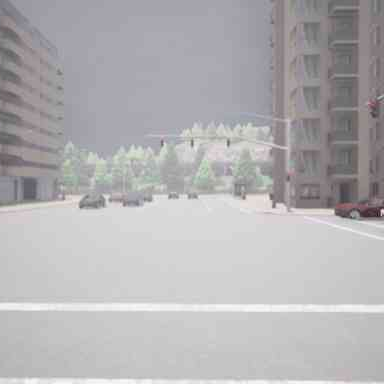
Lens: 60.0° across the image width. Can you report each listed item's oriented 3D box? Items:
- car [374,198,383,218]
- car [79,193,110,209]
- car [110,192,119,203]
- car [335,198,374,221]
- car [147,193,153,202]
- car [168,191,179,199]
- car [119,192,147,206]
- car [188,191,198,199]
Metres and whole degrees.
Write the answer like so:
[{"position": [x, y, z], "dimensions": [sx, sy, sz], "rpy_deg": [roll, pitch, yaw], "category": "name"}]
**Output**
[{"position": [13.958, 0.920, 19.058], "dimensions": [5.566, 2.045, 2.150], "rpy_deg": [0, 1, 1], "category": "car"}, {"position": [-10.506, 0.946, 35.410], "dimensions": [1.837, 1.490, 4.892], "rpy_deg": [0, 1, 0], "category": "car"}, {"position": [-10.468, 0.783, 47.091], "dimensions": [1.812, 1.442, 4.674], "rpy_deg": [0, 1, 0], "category": "car"}, {"position": [12.427, 1.118, 22.735], "dimensions": [5.008, 1.535, 1.882], "rpy_deg": [0, 1, 3], "category": "car"}, {"position": [-6.946, 0.783, 49.540], "dimensions": [1.994, 1.385, 4.181], "rpy_deg": [0, 1, 1], "category": "car"}, {"position": [-3.362, 0.566, 60.952], "dimensions": [1.812, 1.442, 4.674], "rpy_deg": [0, 1, 0], "category": "car"}, {"position": [-6.983, 0.880, 39.597], "dimensions": [1.837, 1.490, 4.892], "rpy_deg": [0, 1, 0], "category": "car"}, {"position": [0.138, 0.532, 60.944], "dimensions": [2.128, 1.511, 4.902], "rpy_deg": [0, 1, 0], "category": "car"}]
